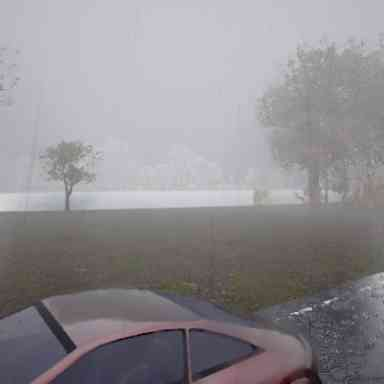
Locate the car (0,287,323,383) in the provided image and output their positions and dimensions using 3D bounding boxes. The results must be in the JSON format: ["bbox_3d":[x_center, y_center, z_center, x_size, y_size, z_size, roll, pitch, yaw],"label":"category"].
[{"bbox_3d":[-0.901,1.557,2.430,4.181,1.385,1.994,-1,0,-35],"label":"car"}]
